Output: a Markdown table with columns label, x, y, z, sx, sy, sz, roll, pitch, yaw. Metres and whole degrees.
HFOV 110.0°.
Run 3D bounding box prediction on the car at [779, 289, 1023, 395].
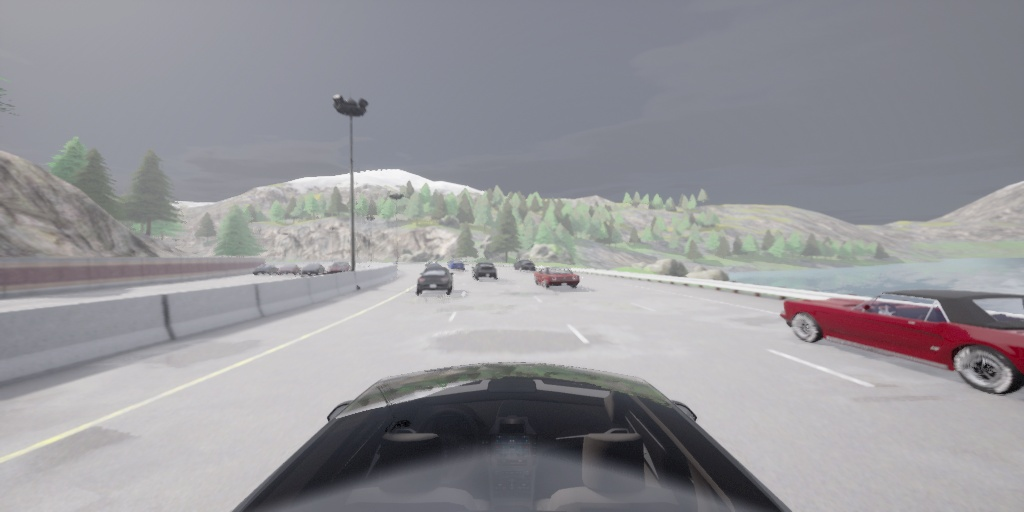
| label | x | y | z | sx | sy | sz | roll | pitch | yaw |
| --- | --- | --- | --- | --- | --- | --- | --- | --- | --- |
| car | 7.320 | 1.233 | 6.325 | 1.895 | 1.301 | 4.718 | -1 | 0 | -2 |

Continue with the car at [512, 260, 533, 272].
| label | x | y | z | sx | sy | sz | roll | pitch | yaw |
| --- | --- | --- | --- | --- | --- | --- | --- | --- | --- |
| car | 1.487 | 1.247 | 45.631 | 1.837 | 1.490 | 4.892 | 1 | 0 | -16 |

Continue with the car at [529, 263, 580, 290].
| label | x | y | z | sx | sy | sz | roll | pitch | yaw |
| --- | --- | --- | --- | --- | --- | --- | --- | --- | --- |
| car | 2.646 | 1.315 | 22.436 | 1.895 | 1.301 | 4.718 | -1 | 0 | -8 |

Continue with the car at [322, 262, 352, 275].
| label | x | y | z | sx | sy | sz | roll | pitch | yaw |
| --- | --- | --- | --- | --- | --- | --- | --- | --- | --- |
| car | -19.041 | 1.427 | 39.813 | 2.097 | 1.767 | 4.553 | -1 | 0 | -15 |

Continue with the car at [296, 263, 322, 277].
| label | x | y | z | sx | sy | sz | roll | pitch | yaw |
| --- | --- | --- | --- | --- | --- | --- | --- | --- | --- |
| car | -23.403 | 1.625 | 42.403 | 1.882 | 1.535 | 5.008 | -1 | 0 | -16 |

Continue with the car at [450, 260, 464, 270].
| label | x | y | z | sx | sy | sz | roll | pitch | yaw |
| --- | --- | --- | --- | --- | --- | --- | --- | --- | --- |
| car | -8.593 | 1.388 | 54.569 | 1.882 | 1.535 | 5.008 | 0 | 0 | -20 |

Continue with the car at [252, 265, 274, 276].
| label | x | y | z | sx | sy | sz | roll | pitch | yaw |
| --- | --- | --- | --- | --- | --- | --- | --- | --- | --- |
| car | -32.225 | 1.841 | 47.143 | 2.033 | 1.411 | 5.357 | -1 | 0 | -19 |

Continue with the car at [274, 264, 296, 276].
| label | x | y | z | sx | sy | sz | roll | pitch | yaw |
| --- | --- | --- | --- | --- | --- | --- | --- | --- | --- |
| car | -27.959 | 1.748 | 45.290 | 1.812 | 1.442 | 4.674 | -1 | 0 | -18 |

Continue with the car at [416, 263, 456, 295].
| label | x | y | z | sx | sy | sz | roll | pitch | yaw |
| --- | --- | --- | --- | --- | --- | --- | --- | --- | --- |
| car | -4.307 | 1.353 | 20.391 | 1.812 | 1.442 | 4.674 | 0 | 0 | -8 |

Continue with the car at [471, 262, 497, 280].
| label | x | y | z | sx | sy | sz | roll | pitch | yaw |
| --- | --- | --- | --- | --- | --- | --- | --- | --- | --- |
| car | -2.505 | 1.307 | 31.846 | 1.837 | 1.490 | 4.892 | 0 | 0 | -12 |
